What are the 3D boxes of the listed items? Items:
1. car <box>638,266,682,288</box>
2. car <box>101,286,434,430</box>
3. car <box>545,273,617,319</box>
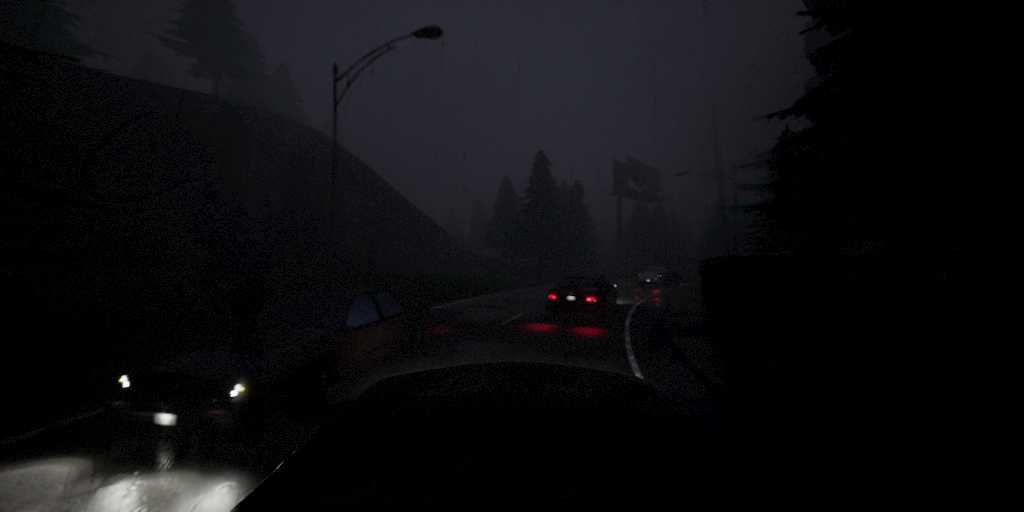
[{"bbox_3d":[10.712,1.451,26.036,1.812,1.442,4.674,1,0,40],"label":"car"},{"bbox_3d":[-3.082,1.265,6.238,2.033,1.411,5.357,1,0,9],"label":"car"},{"bbox_3d":[2.736,1.347,13.287,2.033,1.411,5.357,1,0,22],"label":"car"}]
